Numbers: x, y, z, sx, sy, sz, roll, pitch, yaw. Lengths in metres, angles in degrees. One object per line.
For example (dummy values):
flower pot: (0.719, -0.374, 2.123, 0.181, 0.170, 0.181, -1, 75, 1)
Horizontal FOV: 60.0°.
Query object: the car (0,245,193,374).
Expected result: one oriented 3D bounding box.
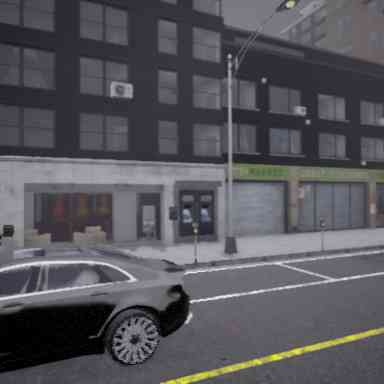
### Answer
car: (-2.394, 1.571, 4.650, 4.902, 1.511, 2.128, 0, -1, -25)
